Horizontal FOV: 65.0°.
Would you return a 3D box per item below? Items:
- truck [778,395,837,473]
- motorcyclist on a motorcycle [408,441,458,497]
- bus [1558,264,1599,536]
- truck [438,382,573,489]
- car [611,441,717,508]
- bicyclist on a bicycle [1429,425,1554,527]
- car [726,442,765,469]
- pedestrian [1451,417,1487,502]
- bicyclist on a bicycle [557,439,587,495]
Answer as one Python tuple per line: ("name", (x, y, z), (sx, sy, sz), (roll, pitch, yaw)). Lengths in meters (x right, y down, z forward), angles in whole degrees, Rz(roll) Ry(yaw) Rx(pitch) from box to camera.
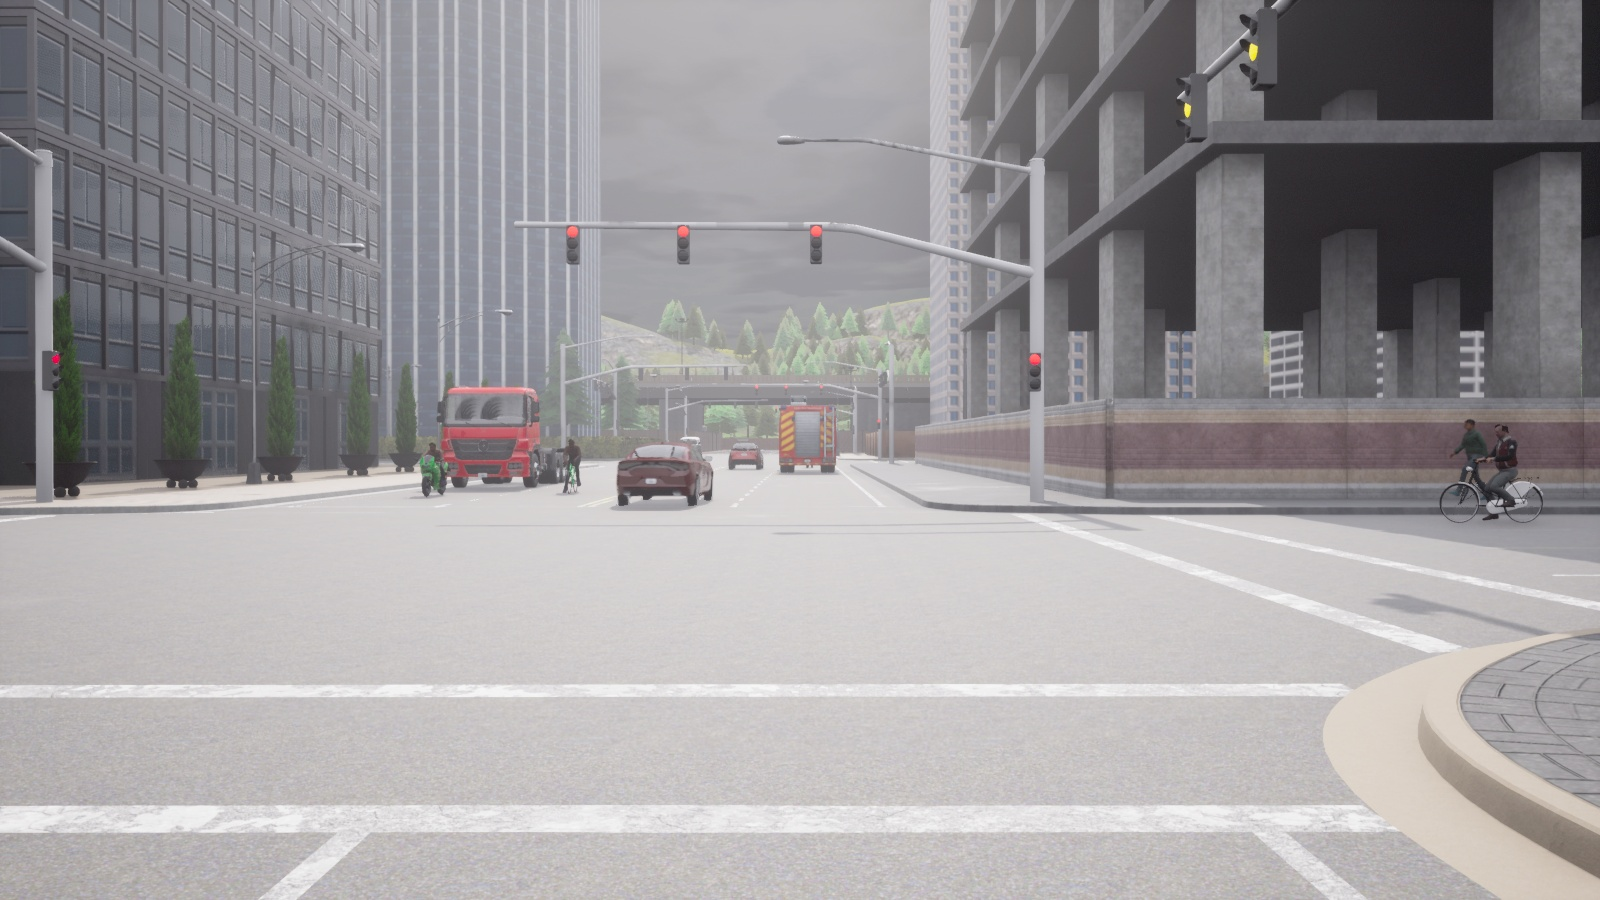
("truck", (0.394, -0.789, 65.806), (2.891, 3.827, 8.468), (0, 0, 0))
("motorcyclist on a motorcycle", (-10.282, 0.521, 35.276), (0.797, 1.523, 2.044), (0, 0, 0))
("bus", (17.662, -0.777, 18.774), (10.273, 4.253, 3.944), (0, 0, 0))
("truck", (-10.232, -0.495, 44.546), (2.891, 3.462, 7.936), (0, 0, 0))
("car", (-3.298, 0.544, 31.454), (1.882, 1.535, 5.008), (0, 0, 3))
("bicyclist on a bicycle", (12.256, 0.446, 22.293), (1.843, 1.776, 0.659), (0, 0, 0))
("car", (-3.074, 0.288, 71.449), (2.007, 1.525, 4.514), (0, 0, 0))
("pedestrian", (14.749, 0.208, 27.684), (0.614, 1.847, 0.353), (0, 0, 0))
("bicyclist on a bicycle", (-6.770, 0.483, 37.359), (0.582, 1.620, 1.656), (0, 1, 0))
